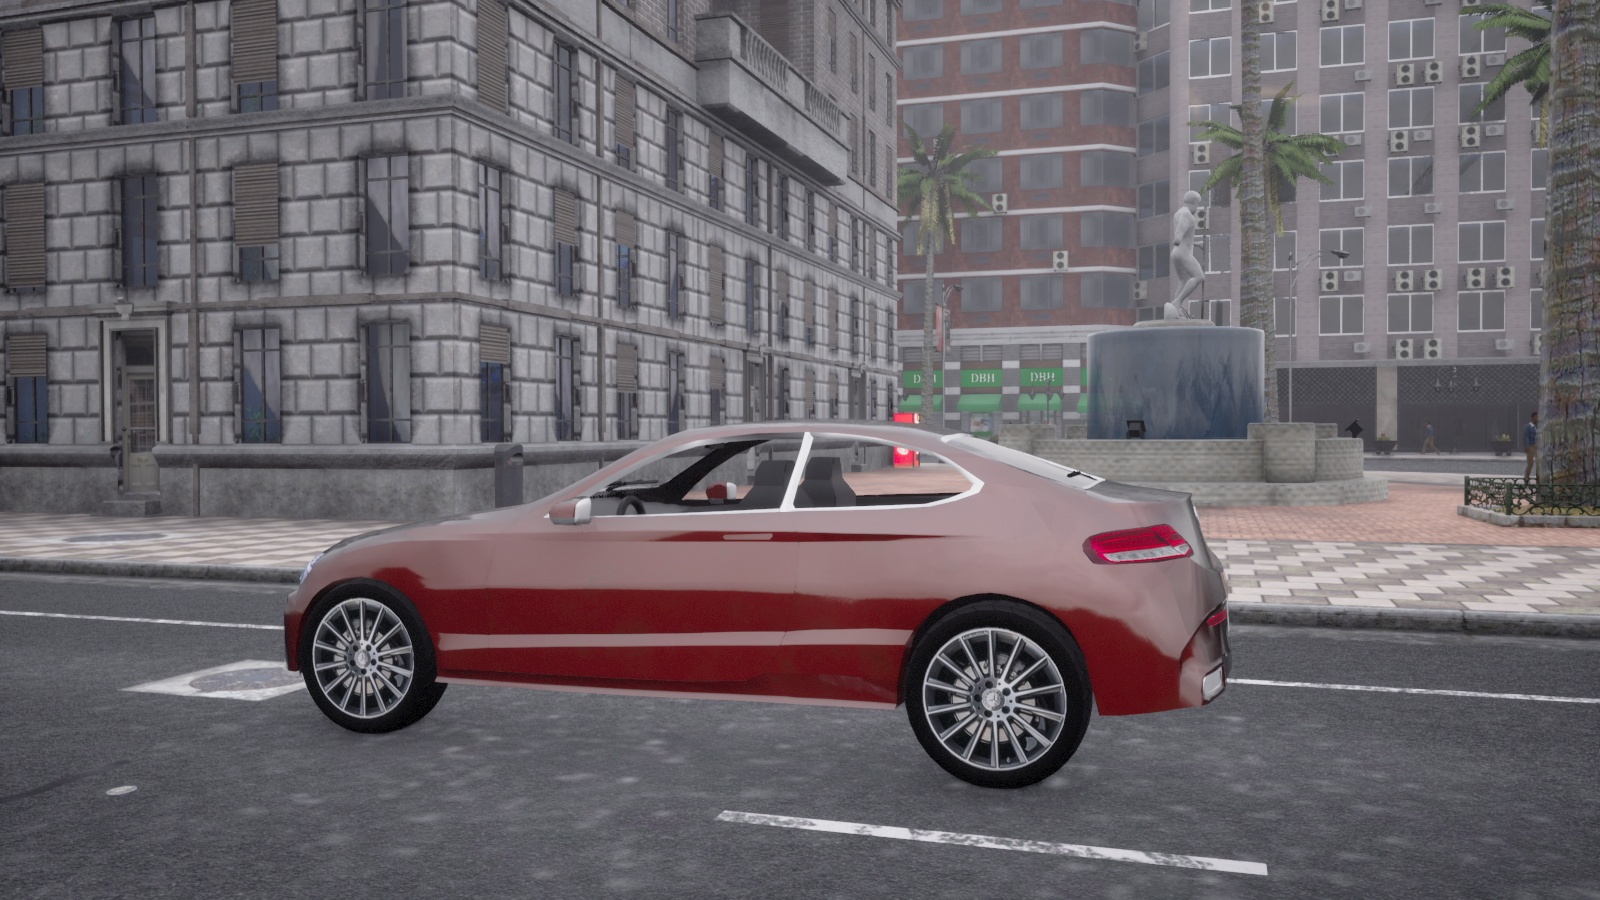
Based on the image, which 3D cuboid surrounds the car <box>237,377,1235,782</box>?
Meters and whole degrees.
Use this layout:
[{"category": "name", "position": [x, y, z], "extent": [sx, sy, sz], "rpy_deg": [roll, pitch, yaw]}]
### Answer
[{"category": "car", "position": [-0.279, 0.493, 6.927], "extent": [5.027, 1.651, 2.152], "rpy_deg": [1, 1, 18]}]

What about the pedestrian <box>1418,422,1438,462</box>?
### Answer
[{"category": "pedestrian", "position": [31.331, -0.403, 62.648], "extent": [0.788, 1.949, 0.423], "rpy_deg": [1, 1, 43]}]

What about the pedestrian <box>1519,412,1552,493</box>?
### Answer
[{"category": "pedestrian", "position": [18.000, 0.058, 30.727], "extent": [0.423, 1.949, 0.788], "rpy_deg": [0, 1, 10]}]
